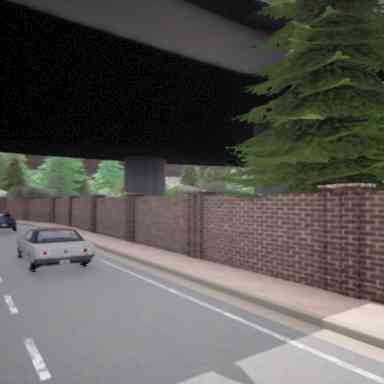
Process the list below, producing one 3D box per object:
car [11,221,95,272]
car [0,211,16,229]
[{"bbox_3d":[-5.199,1.942,12.207,1.895,1.301,4.718,1,-2,-34],"label":"car"},{"bbox_3d":[-14.713,2.205,25.382,1.812,1.442,4.674,2,-2,-38],"label":"car"}]
